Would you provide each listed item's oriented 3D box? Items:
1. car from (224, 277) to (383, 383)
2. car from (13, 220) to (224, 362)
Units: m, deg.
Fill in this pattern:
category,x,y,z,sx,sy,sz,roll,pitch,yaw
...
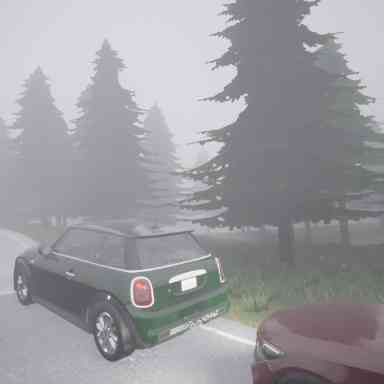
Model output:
category,x,y,z,sx,sy,sz,roll,pitch,yaw
car,2.760,1.532,2.590,4.674,1.442,1.812,1,0,36
car,-1.574,1.309,6.205,4.553,1.767,2.097,1,1,44
